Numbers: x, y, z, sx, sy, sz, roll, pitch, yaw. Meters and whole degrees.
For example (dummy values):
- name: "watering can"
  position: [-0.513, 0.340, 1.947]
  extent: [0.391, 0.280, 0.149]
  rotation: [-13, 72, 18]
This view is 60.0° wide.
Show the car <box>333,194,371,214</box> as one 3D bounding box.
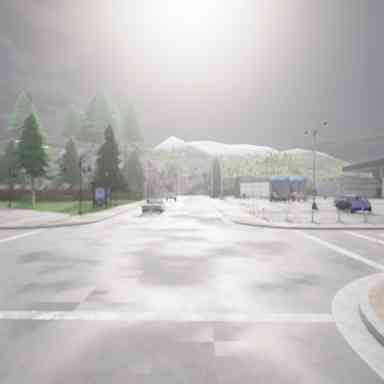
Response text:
- name: "car"
  position: [13.924, 1.065, 28.966]
  extent: [1.845, 1.501, 3.633]
  rotation: [0, 1, 0]

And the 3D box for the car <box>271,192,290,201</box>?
- name: "car"
  position: [14.142, 0.756, 54.997]
  extent: [2.007, 1.523, 4.514]
  rotation: [0, 1, 0]

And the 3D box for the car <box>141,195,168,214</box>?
- name: "car"
  position: [-3.534, 1.271, 31.107]
  extent: [1.895, 1.301, 4.718]
  rotation: [0, 1, 0]

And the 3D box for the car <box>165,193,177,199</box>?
- name: "car"
  position: [-3.563, 0.752, 56.854]
  extent: [1.812, 1.442, 4.674]
  rotation: [0, 1, 0]

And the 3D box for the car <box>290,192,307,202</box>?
- name: "car"
  position: [17.279, 0.747, 55.022]
  extent: [2.152, 1.636, 5.027]
  rotation: [0, 1, 0]

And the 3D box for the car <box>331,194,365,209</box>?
- name: "car"
  position: [16.969, 0.998, 36.360]
  extent: [1.970, 1.475, 3.806]
  rotation: [0, 1, 0]
